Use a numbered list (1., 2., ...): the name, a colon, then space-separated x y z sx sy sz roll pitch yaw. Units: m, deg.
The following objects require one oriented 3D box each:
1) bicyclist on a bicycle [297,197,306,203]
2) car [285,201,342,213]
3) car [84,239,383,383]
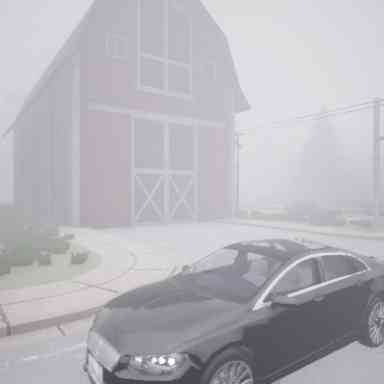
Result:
1. bicyclist on a bicycle: 13.338 1.322 40.263 1.656 1.620 0.582 46 -25 -24
2. car: 11.011 1.574 30.640 2.033 1.411 5.357 0 0 -35
3. car: 1.042 1.493 4.713 4.902 1.511 2.128 0 0 -35
